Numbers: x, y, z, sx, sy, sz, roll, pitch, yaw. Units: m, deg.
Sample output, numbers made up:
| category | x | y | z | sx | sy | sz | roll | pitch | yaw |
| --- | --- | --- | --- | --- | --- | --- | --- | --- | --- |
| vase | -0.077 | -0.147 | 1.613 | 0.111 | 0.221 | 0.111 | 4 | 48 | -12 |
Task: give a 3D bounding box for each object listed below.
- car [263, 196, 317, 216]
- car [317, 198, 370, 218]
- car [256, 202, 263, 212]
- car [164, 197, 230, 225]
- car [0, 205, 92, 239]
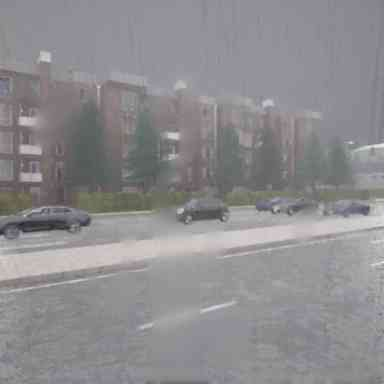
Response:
| category | x | y | z | sx | sy | sz | roll | pitch | yaw |
| --- | --- | --- | --- | --- | --- | --- | --- | --- | --- |
| car | 8.798 | 1.187 | 28.409 | 4.902 | 1.511 | 2.128 | -1 | 1 | -35 |
| car | 12.437 | 1.247 | 26.575 | 4.674 | 1.442 | 1.812 | -1 | 1 | -35 |
| car | 8.427 | 1.187 | 32.313 | 5.008 | 1.535 | 1.882 | -1 | 1 | -35 |
| car | 0.367 | 1.167 | 22.529 | 4.553 | 1.767 | 2.097 | -1 | 1 | -35 |
| car | -7.618 | 1.421 | 16.954 | 4.902 | 1.511 | 2.128 | -1 | 1 | -35 |
